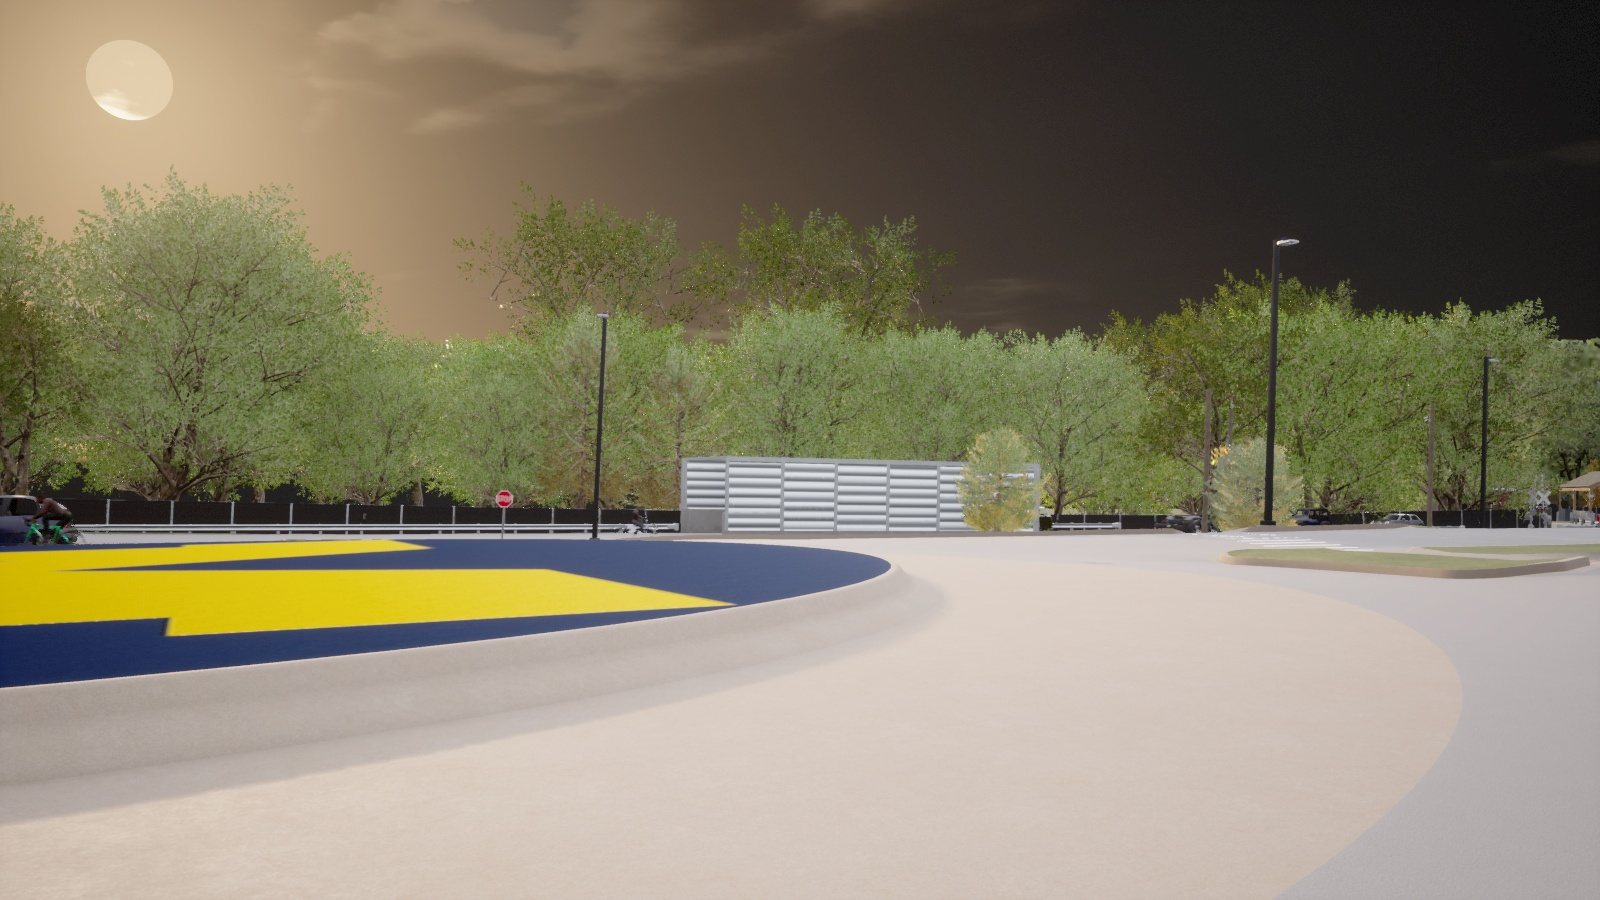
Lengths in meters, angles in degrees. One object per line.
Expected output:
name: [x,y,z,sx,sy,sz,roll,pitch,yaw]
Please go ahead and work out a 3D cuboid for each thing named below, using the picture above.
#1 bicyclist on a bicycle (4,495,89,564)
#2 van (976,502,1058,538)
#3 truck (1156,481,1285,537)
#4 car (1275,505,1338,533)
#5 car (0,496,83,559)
bicyclist on a bicycle: [-18.171,1.920,30.320,1.656,1.620,0.582,0,-5,-21]
van: [13.186,4.242,76.256,4.480,2.038,2.069,1,-1,-22]
truck: [27.418,3.829,81.818,7.936,3.462,2.891,1,-1,-21]
car: [35.731,4.847,88.595,3.866,1.878,1.905,1,-1,-21]
car: [-21.732,2.071,33.840,3.988,1.617,1.851,2,-1,-24]
